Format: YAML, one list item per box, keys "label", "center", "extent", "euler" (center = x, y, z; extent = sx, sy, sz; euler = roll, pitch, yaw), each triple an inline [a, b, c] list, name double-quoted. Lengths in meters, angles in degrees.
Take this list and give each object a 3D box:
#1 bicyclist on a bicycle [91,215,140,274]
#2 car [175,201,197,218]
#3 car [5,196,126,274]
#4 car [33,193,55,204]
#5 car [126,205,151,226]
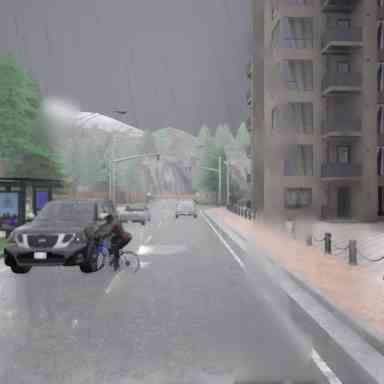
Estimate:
- label: "bicyclist on a bicycle"
  center: [-2.203, 1.466, 9.200]
  extent: [1.656, 1.620, 0.582]
  euler: [7, -1, -1]
- label: "car"
  center: [-0.534, 1.526, 29.961]
  extent: [1.812, 1.442, 4.674]
  euler: [0, 0, -1]
- label: "car"
  center: [-3.832, 1.222, 10.994]
  extent: [2.150, 2.045, 5.566]
  euler: [0, 0, -2]
- label: "car"
  center: [-26.311, 1.159, 59.282]
  extent: [1.932, 1.855, 4.605]
  euler: [0, 0, -3]
- label: "car"
  center: [-4.072, 1.601, 23.695]
  extent: [1.895, 1.301, 4.718]
  euler: [0, 0, -1]
